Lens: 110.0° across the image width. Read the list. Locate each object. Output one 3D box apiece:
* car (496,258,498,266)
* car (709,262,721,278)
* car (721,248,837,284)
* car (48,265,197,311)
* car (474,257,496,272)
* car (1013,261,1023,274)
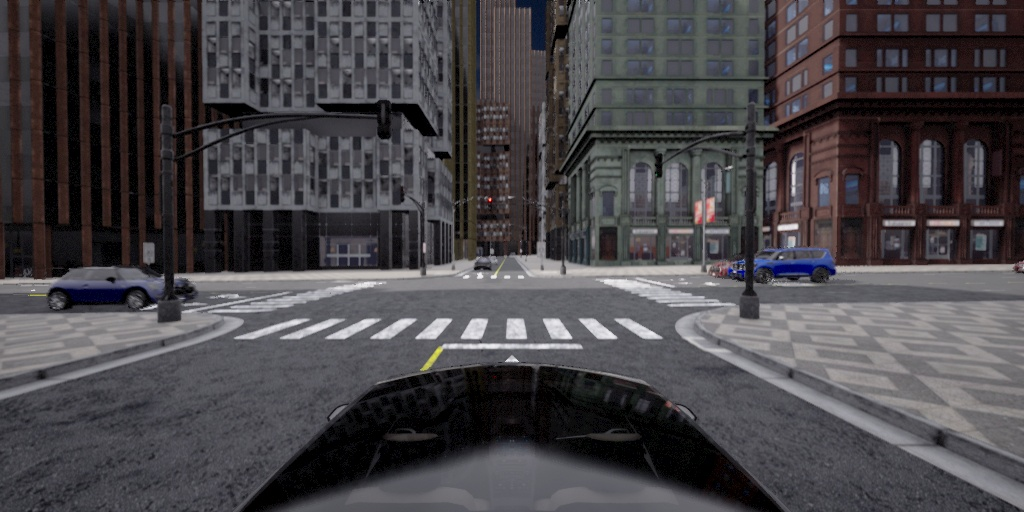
[{"bbox_3d":[-3.257,0.820,57.076,1.895,1.301,4.718,0,1,0],"label":"car"},{"bbox_3d":[16.140,0.644,24.693,4.553,1.767,2.097,-1,1,0],"label":"car"},{"bbox_3d":[16.067,0.559,21.445,5.566,2.045,2.150,-1,1,-1],"label":"car"},{"bbox_3d":[-15.907,1.198,14.824,4.553,1.767,2.097,-1,1,0],"label":"car"},{"bbox_3d":[-3.176,0.943,39.998,2.033,1.411,5.357,0,1,0],"label":"car"},{"bbox_3d":[37.780,0.544,24.692,4.674,1.442,1.812,-1,1,0],"label":"car"}]
